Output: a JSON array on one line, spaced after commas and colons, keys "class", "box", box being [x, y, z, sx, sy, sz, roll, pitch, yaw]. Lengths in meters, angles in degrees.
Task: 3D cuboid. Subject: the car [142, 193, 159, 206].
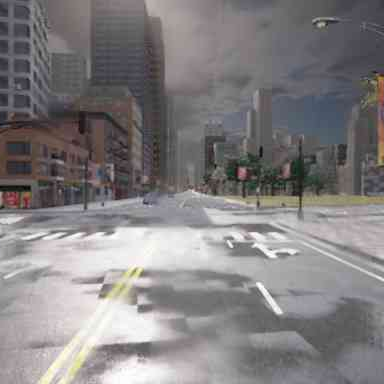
[{"class": "car", "box": [-6.602, 1.236, 53.583, 2.150, 2.045, 5.566, 0, 2, 0]}]
